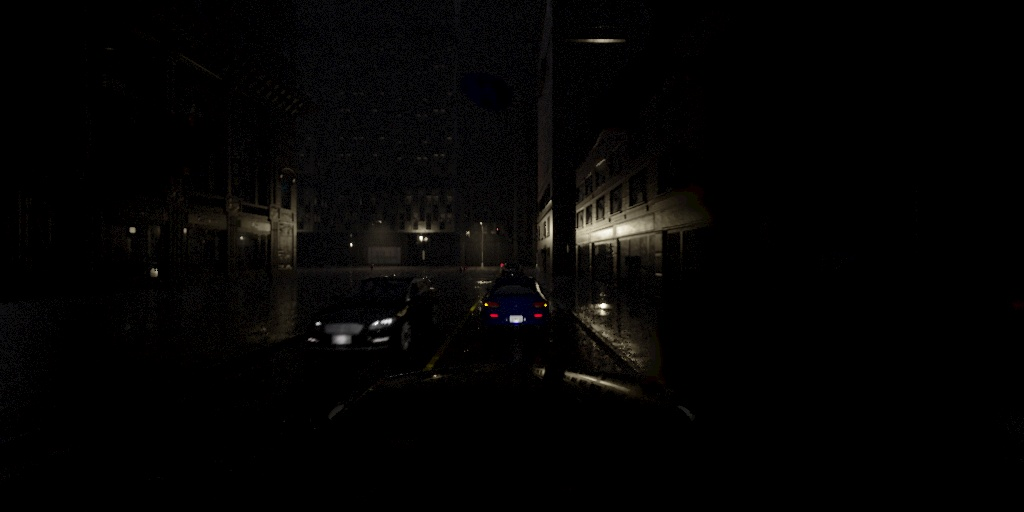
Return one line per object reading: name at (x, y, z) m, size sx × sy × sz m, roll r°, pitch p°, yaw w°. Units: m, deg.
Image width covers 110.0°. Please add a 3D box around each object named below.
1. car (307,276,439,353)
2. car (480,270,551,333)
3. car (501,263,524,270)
car at (-3.109, 1.268, 8.988) m, size 2.128 × 1.511 × 4.902 m, roll 0°, pitch 0°, yaw 0°
car at (0.087, 1.308, 10.718) m, size 1.812 × 1.442 × 4.674 m, roll 0°, pitch 0°, yaw 0°
car at (0.051, 1.350, 31.625) m, size 2.128 × 1.511 × 4.902 m, roll 0°, pitch 0°, yaw 0°
